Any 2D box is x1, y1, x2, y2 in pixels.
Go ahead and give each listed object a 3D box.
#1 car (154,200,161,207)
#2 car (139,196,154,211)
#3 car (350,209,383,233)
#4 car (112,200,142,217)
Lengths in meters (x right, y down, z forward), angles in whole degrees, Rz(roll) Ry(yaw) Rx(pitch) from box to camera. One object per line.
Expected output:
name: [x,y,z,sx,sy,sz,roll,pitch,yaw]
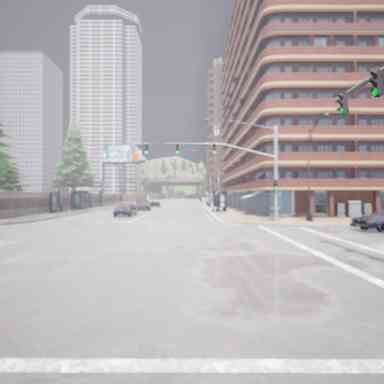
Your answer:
car: [-7.014,2.197,62.844,1.895,1.301,4.718,0,-1,0]
car: [-7.123,1.813,48.444,2.097,1.767,4.553,0,-1,-3]
car: [12.582,1.687,20.429,5.357,1.411,2.033,0,-1,-10]
car: [-7.091,1.888,35.827,2.033,1.411,5.357,0,-1,0]
